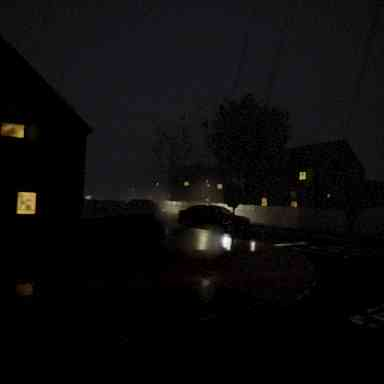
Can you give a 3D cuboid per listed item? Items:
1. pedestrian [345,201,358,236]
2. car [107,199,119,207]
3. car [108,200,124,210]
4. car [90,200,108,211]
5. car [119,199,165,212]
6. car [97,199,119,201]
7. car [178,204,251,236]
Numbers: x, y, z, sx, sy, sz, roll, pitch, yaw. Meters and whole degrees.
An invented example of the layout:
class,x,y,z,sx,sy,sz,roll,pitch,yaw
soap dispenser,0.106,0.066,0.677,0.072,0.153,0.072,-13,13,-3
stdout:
class,x,y,z,sx,sy,sz,roll,pitch,yaw
pedestrian,8.420,1.397,17.626,0.375,1.860,0.375,4,-2,-36
car,-14.338,2.021,60.772,1.994,1.385,4.181,3,-1,-13
car,-11.675,1.935,51.112,1.994,1.385,4.181,3,-1,-18
car,-12.298,1.756,43.850,1.895,1.301,4.718,3,-2,-20
car,-3.761,1.339,25.923,2.097,1.767,4.553,3,-2,-29
car,-8.326,1.563,34.604,1.837,1.490,4.892,3,-2,-25
car,1.090,1.432,18.094,1.882,1.535,5.008,4,-2,-33
